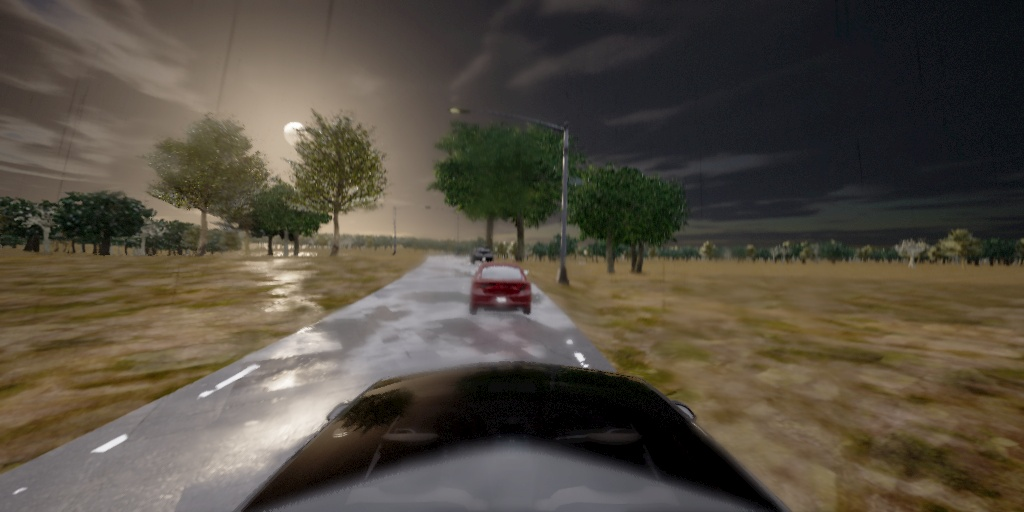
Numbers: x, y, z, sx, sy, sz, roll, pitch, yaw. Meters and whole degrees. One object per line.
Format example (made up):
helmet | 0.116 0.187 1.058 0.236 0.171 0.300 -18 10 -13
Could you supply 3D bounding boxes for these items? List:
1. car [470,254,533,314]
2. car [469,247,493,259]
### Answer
car | -0.422 0.932 12.508 1.882 1.535 5.008 1 3 -3
car | -2.749 -0.074 32.345 1.837 1.490 4.892 0 2 -10
